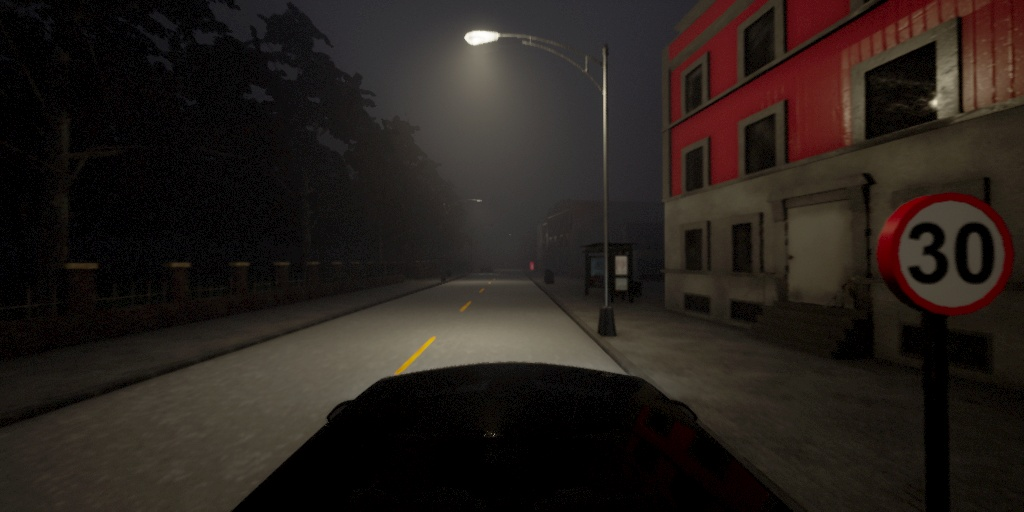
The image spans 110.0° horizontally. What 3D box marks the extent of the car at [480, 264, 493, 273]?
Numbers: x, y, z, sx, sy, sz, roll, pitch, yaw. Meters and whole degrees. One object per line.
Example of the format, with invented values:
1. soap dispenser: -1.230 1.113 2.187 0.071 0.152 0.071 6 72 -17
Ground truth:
1. car: -4.077 2.022 58.498 1.882 1.535 5.008 0 -1 0
